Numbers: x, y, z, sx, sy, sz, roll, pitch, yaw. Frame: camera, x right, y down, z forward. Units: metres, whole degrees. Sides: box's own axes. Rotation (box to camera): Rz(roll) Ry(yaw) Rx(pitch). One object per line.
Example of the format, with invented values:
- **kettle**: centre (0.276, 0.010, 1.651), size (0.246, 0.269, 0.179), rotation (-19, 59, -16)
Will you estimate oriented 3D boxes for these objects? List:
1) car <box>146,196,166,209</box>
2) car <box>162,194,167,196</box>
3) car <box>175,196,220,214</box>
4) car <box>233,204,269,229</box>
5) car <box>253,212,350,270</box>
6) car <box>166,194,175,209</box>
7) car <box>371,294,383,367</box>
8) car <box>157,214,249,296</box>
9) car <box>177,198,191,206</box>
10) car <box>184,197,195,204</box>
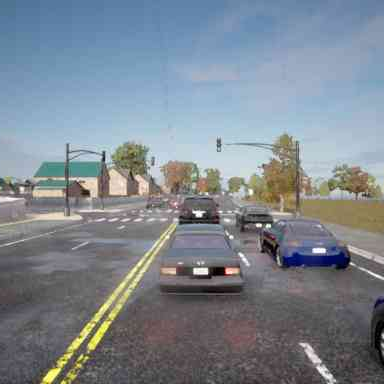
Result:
- **car**: centre (-5.139, 1.636, 46.662), size (1.994, 1.385, 4.181), rotation (0, 0, 4)
- **car**: centre (-4.353, 1.323, 59.042), size (2.150, 2.045, 5.566), rotation (0, 0, 4)
- **car**: centre (0.414, 1.237, 19.061), size (2.150, 2.045, 5.566), rotation (0, 0, 1)
- **car**: centre (3.691, 1.521, 20.196), size (1.837, 1.490, 4.892), rotation (0, 0, 3)
- **car**: centre (3.497, 1.570, 11.077), size (1.994, 1.385, 4.181), rotation (0, 0, 1)
- **car**: centre (-1.908, 1.420, 46.330), size (2.097, 1.767, 4.553), rotation (0, 0, 3)
- **car**: centre (3.383, 1.353, 2.518), size (2.097, 1.767, 4.553), rotation (0, 0, 0)
- **car**: centre (0.201, 1.553, 8.827), size (2.033, 1.411, 5.357), rotation (0, 0, 1)
- **car**: centre (-1.288, 1.693, 56.295), size (1.895, 1.301, 4.718), rotation (0, 0, 4)
- **car**: centre (-0.479, 1.648, 66.670), size (1.812, 1.442, 4.674), rotation (0, 0, 5)
